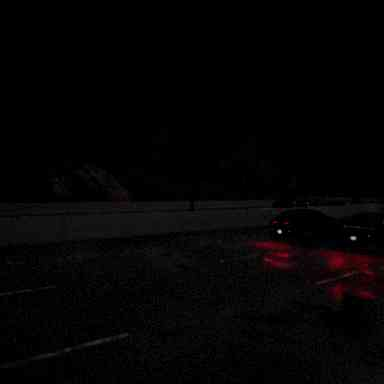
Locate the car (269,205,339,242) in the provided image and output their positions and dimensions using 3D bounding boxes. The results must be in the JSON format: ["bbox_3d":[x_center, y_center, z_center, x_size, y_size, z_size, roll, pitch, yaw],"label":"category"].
[{"bbox_3d":[6.061,1.651,17.459,4.892,1.490,1.837,0,0,-40],"label":"car"}]

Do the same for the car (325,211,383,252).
[{"bbox_3d":[8.276,1.637,14.748,4.902,1.511,2.128,1,0,-40],"label":"car"}]

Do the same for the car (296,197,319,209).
[{"bbox_3d":[19.306,1.809,55.304,2.097,1.767,4.553,0,-1,40],"label":"car"}]
